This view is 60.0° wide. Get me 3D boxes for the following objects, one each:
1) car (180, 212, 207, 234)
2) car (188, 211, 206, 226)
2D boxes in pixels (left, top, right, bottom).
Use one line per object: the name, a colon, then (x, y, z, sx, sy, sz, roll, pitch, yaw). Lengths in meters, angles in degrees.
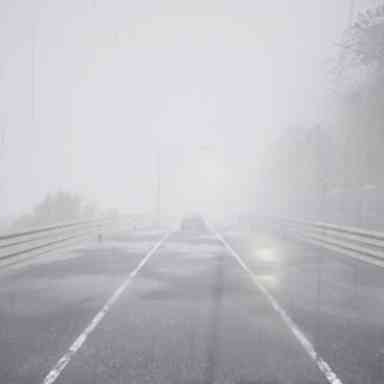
car: (0.105, 2.379, 25.732, 2.128, 1.511, 4.902, 0, -3, 1)
car: (0.725, 3.445, 43.031, 2.097, 1.767, 4.553, 0, -4, 3)
